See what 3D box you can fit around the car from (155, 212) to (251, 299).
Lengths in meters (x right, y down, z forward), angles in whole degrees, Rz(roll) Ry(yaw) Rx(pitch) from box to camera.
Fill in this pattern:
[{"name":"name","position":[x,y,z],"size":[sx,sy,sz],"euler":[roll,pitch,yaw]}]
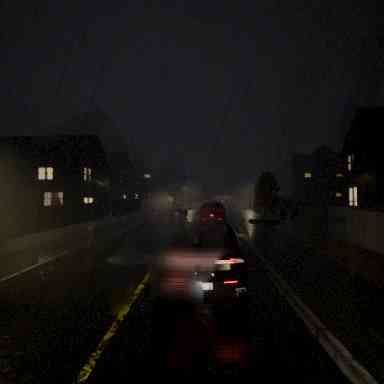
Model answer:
[{"name":"car","position":[0.340,1.496,8.454],"size":[2.128,1.511,4.902],"euler":[0,0,3]}]

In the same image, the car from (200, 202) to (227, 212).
[{"name":"car","position":[1.644,1.478,25.552],"size":[1.882,1.535,5.008],"euler":[0,0,6]}]

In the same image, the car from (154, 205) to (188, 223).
[{"name":"car","position":[-1.469,1.614,24.341],"size":[1.895,1.301,4.718],"euler":[0,0,6]}]
